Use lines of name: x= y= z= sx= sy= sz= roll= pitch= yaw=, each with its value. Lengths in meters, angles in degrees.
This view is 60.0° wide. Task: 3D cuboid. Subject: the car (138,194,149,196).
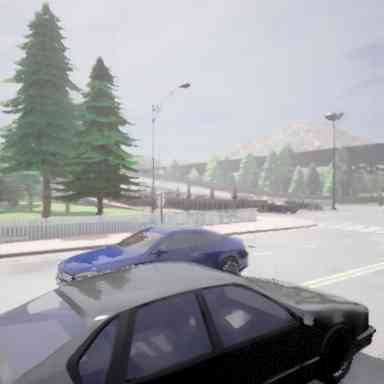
car: x=-8.611 y=0.293 z=58.671 sx=1.837 sy=1.490 sz=4.892 roll=0 pitch=6 yaw=-37

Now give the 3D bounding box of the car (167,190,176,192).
car: x=-2.455 y=0.857 z=56.271 sx=1.994 sy=1.385 sz=4.181 roll=0 pitch=4 yaw=-37

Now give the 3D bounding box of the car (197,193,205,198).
car: x=3.526 y=1.346 z=48.342 sx=2.128 sy=1.511 sz=4.902 roll=0 pitch=2 yaw=-37

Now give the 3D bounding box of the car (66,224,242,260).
car: x=-0.670 y=1.527 z=7.789 sx=4.674 sy=1.442 sz=1.812 roll=0 pitch=0 yaw=-36

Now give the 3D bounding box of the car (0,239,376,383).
car: x=-0.153 y=1.548 z=3.636 sx=5.357 sy=1.411 sz=2.033 roll=0 pitch=0 yaw=-36

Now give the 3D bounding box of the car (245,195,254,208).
car: x=9.300 y=1.481 z=40.738 sx=1.882 sy=1.535 sz=5.008 roll=0 pitch=0 yaw=-37

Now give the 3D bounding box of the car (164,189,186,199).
car: x=-3.316 y=0.341 z=63.296 sx=1.895 sy=1.301 sz=4.718 roll=0 pitch=6 yaw=-36

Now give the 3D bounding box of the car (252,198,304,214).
car: x=8.993 y=1.610 z=35.289 sx=1.895 sy=1.301 sz=4.718 roll=0 pitch=0 yaw=-36

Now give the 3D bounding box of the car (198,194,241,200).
car: x=3.486 y=1.464 z=42.603 sx=2.128 sy=1.511 sz=4.902 roll=0 pitch=1 yaw=-37

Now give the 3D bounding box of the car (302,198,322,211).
car: x=13.576 y=1.498 z=40.896 sx=2.128 sy=1.511 sz=4.902 roll=0 pitch=0 yaw=-37

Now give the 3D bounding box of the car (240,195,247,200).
car: x=8.096 y=1.295 z=48.109 sx=2.097 sy=1.767 sz=4.553 roll=0 pitch=1 yaw=-37

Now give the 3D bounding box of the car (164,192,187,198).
car: x=-2.532 y=1.164 z=50.553 sx=1.994 sy=1.385 sz=4.181 roll=0 pitch=3 yaw=-37
